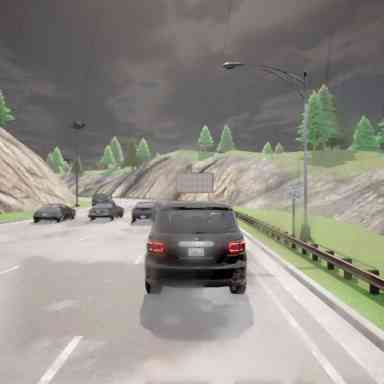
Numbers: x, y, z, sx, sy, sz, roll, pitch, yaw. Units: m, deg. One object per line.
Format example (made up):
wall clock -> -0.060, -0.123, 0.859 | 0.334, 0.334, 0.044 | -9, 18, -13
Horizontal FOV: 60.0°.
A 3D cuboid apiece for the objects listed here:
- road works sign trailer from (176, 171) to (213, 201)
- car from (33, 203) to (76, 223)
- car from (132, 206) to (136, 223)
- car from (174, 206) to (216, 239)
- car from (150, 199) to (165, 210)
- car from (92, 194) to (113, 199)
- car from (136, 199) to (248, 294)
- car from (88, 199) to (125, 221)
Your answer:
road works sign trailer -> 0.190, 0.464, 21.622 | 2.380, 3.560, 2.880 | 0, 0, 0
car -> -10.445, 1.563, 25.609 | 1.994, 1.385, 4.181 | 0, 0, 0
car -> -3.442, 1.503, 25.655 | 1.837, 1.490, 4.892 | 0, 0, 0
car -> 0.120, 1.559, 18.125 | 1.994, 1.385, 4.181 | 0, 0, -1
car -> -4.564, 1.601, 43.942 | 1.895, 1.301, 4.718 | 0, 0, -7
car -> -11.381, 1.221, 42.277 | 2.150, 2.045, 5.566 | 0, 0, -7
car -> 0.088, 1.221, 8.909 | 2.150, 2.045, 5.566 | 0, 0, 0
car -> -6.966, 1.548, 27.412 | 2.033, 1.411, 5.357 | 0, 0, 1
